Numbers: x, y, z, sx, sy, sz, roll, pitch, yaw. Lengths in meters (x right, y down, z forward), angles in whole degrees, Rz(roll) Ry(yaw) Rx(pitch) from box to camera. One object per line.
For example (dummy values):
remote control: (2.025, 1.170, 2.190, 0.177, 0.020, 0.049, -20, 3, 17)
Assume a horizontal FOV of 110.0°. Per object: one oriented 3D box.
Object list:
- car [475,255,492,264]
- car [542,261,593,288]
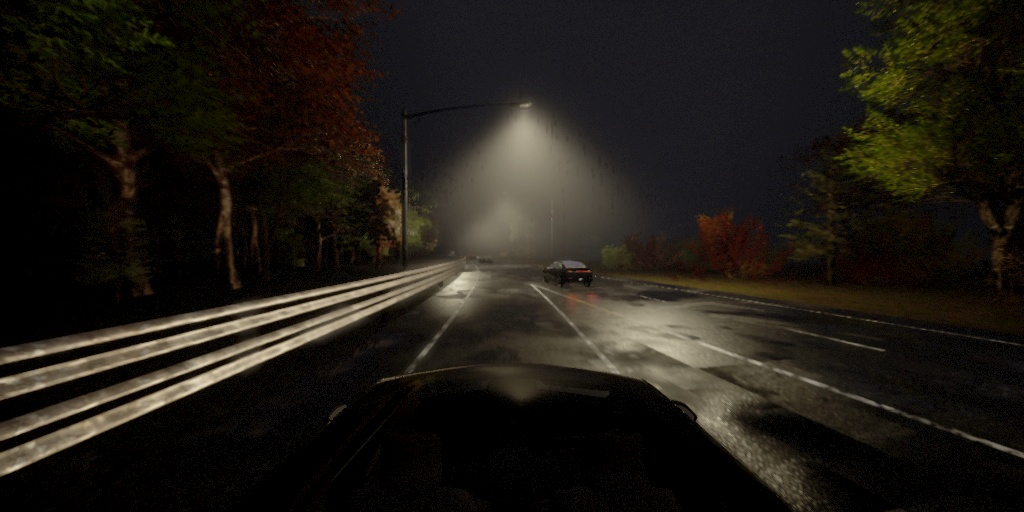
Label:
car: (-4.613, 0.588, 61.064, 1.994, 1.385, 4.181, 0, 1, -11)
car: (3.215, 1.021, 21.555, 2.128, 1.511, 4.902, 0, 1, -11)
